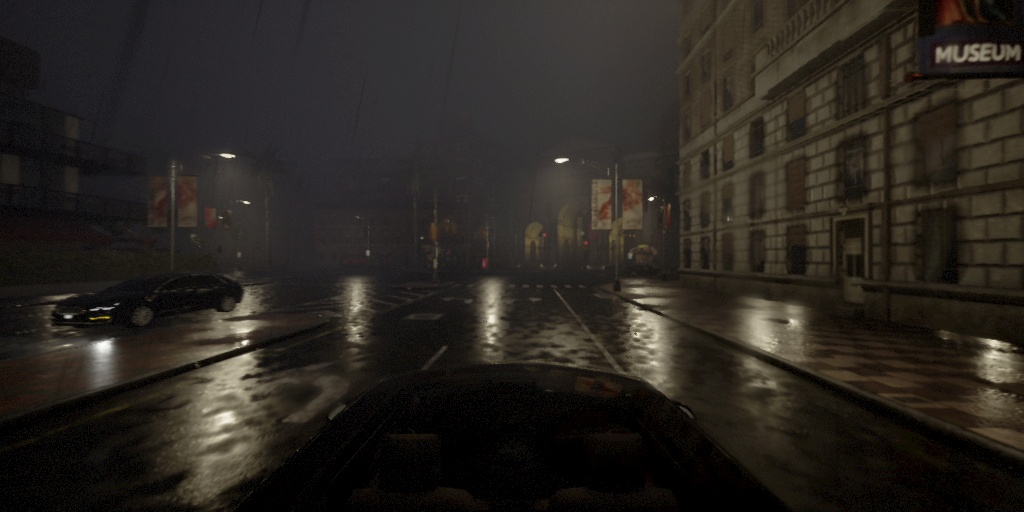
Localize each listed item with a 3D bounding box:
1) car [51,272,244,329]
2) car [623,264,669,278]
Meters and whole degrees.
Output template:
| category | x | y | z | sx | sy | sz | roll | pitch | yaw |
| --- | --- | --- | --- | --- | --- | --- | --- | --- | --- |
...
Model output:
| category | x | y | z | sx | sy | sz | roll | pitch | yaw |
| --- | --- | --- | --- | --- | --- | --- | --- | --- | --- |
| car | -11.162 | 1.299 | 11.549 | 1.837 | 1.490 | 4.892 | 0 | 0 | 3 |
| car | 15.149 | 1.648 | 40.567 | 4.892 | 1.490 | 1.837 | 0 | 0 | 17 |
